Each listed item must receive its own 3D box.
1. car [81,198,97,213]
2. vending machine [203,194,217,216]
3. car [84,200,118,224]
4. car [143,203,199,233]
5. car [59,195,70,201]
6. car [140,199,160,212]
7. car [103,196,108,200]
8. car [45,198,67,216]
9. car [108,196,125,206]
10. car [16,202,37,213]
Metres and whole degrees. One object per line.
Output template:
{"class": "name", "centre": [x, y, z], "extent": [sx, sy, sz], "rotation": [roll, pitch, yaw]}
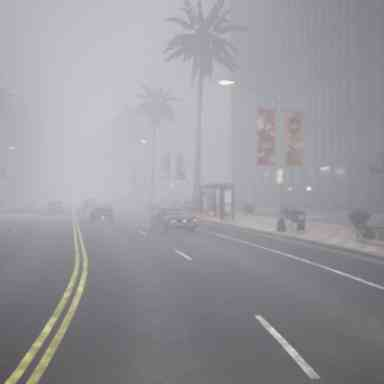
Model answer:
{"class": "car", "centre": [-12.403, 1.528, 40.531], "extent": [2.097, 1.767, 4.553], "rotation": [0, 0, -20]}
{"class": "vending machine", "centre": [1.819, 1.262, 32.989], "extent": [1.100, 2.100, 0.880], "rotation": [0, 0, -20]}
{"class": "car", "centre": [-7.278, 1.615, 26.389], "extent": [1.837, 1.490, 4.892], "rotation": [0, 0, -20]}
{"class": "car", "centre": [-1.244, 1.603, 20.031], "extent": [2.033, 1.411, 5.357], "rotation": [0, 0, -20]}
{"class": "car", "centre": [-28.514, 1.477, 74.590], "extent": [1.837, 1.490, 4.892], "rotation": [0, 0, -19]}
{"class": "car", "centre": [-4.769, 1.603, 38.526], "extent": [2.231, 1.521, 4.892], "rotation": [0, 0, -20]}
{"class": "car", "centre": [-22.014, 1.862, 86.846], "extent": [2.161, 1.482, 4.786], "rotation": [0, 0, -20]}
{"class": "car", "centre": [-14.629, 1.685, 35.838], "extent": [1.837, 1.490, 4.892], "rotation": [0, 0, -20]}
{"class": "car", "centre": [-14.805, 1.607, 66.134], "extent": [2.185, 1.767, 4.553], "rotation": [0, 0, -20]}
{"class": "car", "centre": [-19.862, 1.825, 39.988], "extent": [1.895, 1.301, 4.718], "rotation": [0, 0, -20]}
